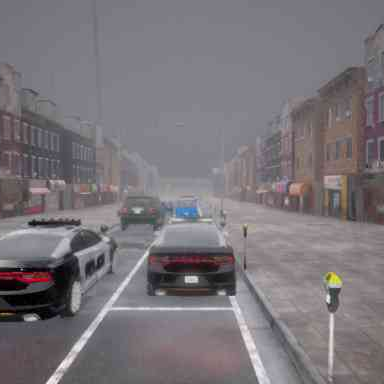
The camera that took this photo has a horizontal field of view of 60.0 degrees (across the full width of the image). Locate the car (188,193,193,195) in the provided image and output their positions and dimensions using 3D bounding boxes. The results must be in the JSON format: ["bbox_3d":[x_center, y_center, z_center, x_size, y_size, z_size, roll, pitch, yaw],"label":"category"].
[{"bbox_3d":[-0.404,1.302,36.607,2.192,1.841,5.009,-1,0,0],"label":"car"}]

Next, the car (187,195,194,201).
[{"bbox_3d":[-0.398,1.542,86.399,1.947,1.339,4.313,-1,0,0],"label":"car"}]

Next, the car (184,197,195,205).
[{"bbox_3d":[-0.397,1.562,58.737,1.802,1.307,4.206,-1,0,0],"label":"car"}]

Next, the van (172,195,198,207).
[{"bbox_3d":[-0.403,1.332,25.542,1.690,1.788,3.998,-1,0,0],"label":"van"}]

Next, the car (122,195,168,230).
[{"bbox_3d":[-2.961,1.210,20.907,2.150,2.045,5.566,0,0,0],"label":"car"}]

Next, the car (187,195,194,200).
[{"bbox_3d":[-0.397,1.541,91.932,1.947,1.339,4.313,-1,0,0],"label":"car"}]

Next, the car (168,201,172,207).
[{"bbox_3d":[-2.957,1.587,36.560,1.895,1.301,4.718,0,0,0],"label":"car"}]

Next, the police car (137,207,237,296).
[{"bbox_3d":[-0.012,1.421,8.762,1.930,1.638,5.238,0,0,0],"label":"police car"}]

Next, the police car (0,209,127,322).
[{"bbox_3d":[-3.018,1.422,7.521,1.930,1.638,5.238,0,0,0],"label":"police car"}]
